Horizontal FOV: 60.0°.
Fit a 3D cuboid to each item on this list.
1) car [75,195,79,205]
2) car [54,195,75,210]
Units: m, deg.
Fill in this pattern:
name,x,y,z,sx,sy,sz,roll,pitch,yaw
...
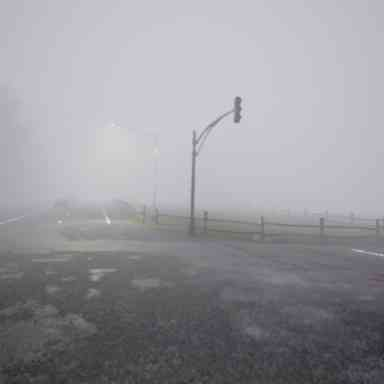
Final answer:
name,x,y,z,sx,sy,sz,roll,pitch,yaw
car,-21.617,1.324,60.337,2.097,1.767,4.553,2,-1,-16
car,-16.674,1.449,43.014,1.837,1.490,4.892,2,0,-16
